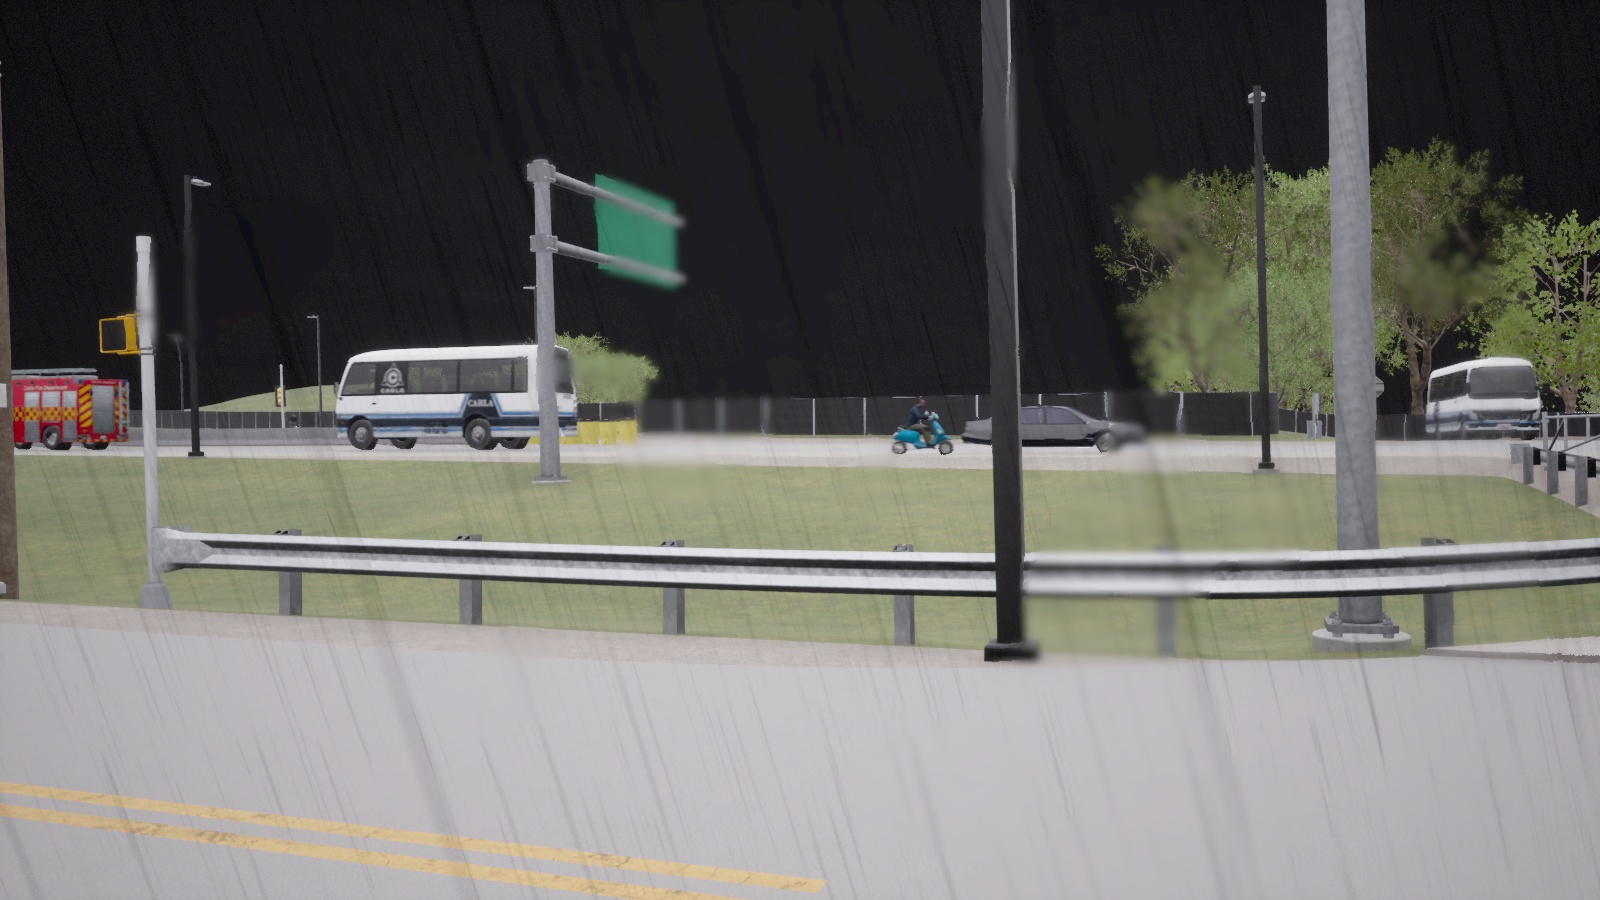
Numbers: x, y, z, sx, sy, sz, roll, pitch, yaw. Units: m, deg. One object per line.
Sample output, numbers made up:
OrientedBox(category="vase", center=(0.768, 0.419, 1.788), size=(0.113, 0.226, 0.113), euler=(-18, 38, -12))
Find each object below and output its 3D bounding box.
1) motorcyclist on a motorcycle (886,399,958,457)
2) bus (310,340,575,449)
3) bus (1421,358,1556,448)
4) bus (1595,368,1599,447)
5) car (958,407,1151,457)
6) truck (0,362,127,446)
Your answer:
OrientedBox(category="motorcyclist on a motorcycle", center=(3.403, -0.615, 34.966), size=(1.817, 1.590, 0.866), euler=(0, 1, 19))
OrientedBox(category="bus", center=(-14.938, -2.230, 52.530), size=(10.273, 4.253, 3.944), euler=(0, 1, 19))
OrientedBox(category="bus", center=(36.046, -2.285, 66.273), size=(3.944, 4.253, 10.273), euler=(-1, 0, 15))
OrientedBox(category="bus", center=(43.846, -2.283, 63.558), size=(3.944, 4.253, 10.273), euler=(-1, 0, 20))
OrientedBox(category="car", center=(7.544, -0.550, 37.221), size=(5.357, 1.411, 2.033), euler=(0, 1, 19))
OrientedBox(category="truck", center=(-36.721, -2.162, 60.198), size=(8.468, 3.827, 2.891), euler=(0, 1, 19))
